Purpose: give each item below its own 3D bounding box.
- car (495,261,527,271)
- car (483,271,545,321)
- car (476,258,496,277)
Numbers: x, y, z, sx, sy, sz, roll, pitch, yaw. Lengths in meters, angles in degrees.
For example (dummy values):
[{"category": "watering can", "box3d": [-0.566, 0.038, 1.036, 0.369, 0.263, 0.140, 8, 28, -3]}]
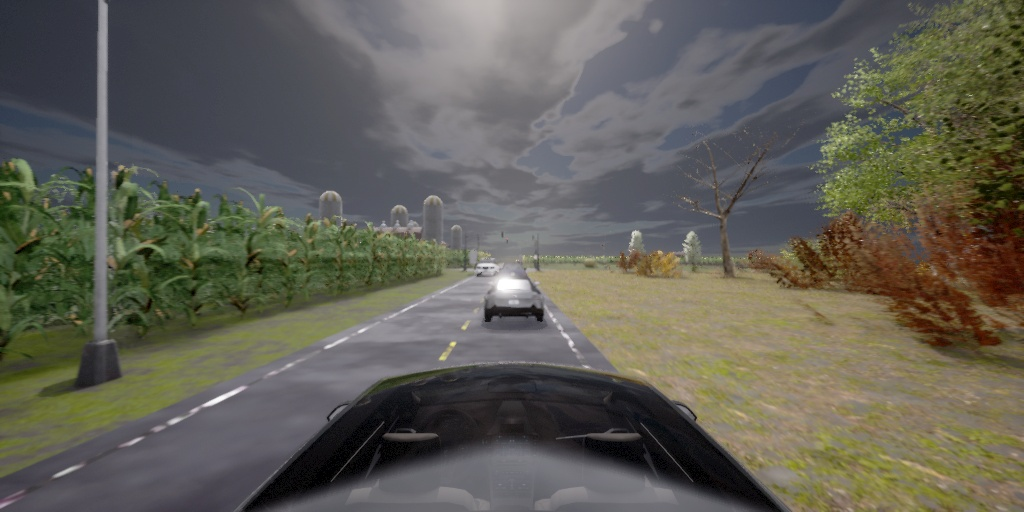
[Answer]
[{"category": "car", "box3d": [0.065, 1.287, 27.371, 2.097, 1.767, 4.553, 0, -1, 0]}, {"category": "car", "box3d": [0.072, 1.392, 12.910, 1.994, 1.385, 4.181, 0, 0, 0]}, {"category": "car", "box3d": [-2.819, 1.267, 41.192, 2.150, 2.045, 5.566, 0, -1, 0]}]
